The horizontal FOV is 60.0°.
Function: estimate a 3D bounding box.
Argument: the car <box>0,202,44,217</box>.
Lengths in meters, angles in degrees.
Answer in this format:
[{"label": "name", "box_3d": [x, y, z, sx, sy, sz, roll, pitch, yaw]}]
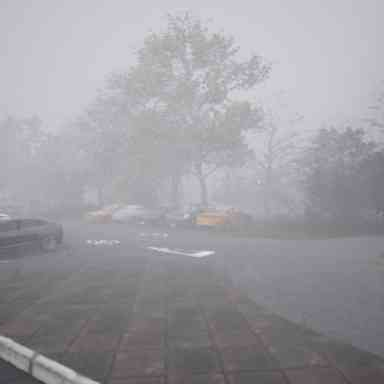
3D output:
[{"label": "car", "box_3d": [-20.008, 1.938, 38.562, 2.163, 1.488, 4.792, -1, 0, 36]}]

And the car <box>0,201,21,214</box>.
[{"label": "car", "box_3d": [-24.503, 1.983, 41.797, 2.097, 1.535, 5.008, -1, -1, 36]}]

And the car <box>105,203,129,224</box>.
[{"label": "car", "box_3d": [-4.344, 1.809, 27.146, 2.002, 1.452, 4.674, 0, 0, 36]}]

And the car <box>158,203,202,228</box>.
[{"label": "car", "box_3d": [0.057, 1.609, 23.992, 2.185, 1.767, 4.553, 0, 0, 36]}]

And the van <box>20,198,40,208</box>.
[{"label": "van", "box_3d": [-15.581, 1.632, 35.455, 1.878, 1.987, 4.442, -1, 0, 36]}]

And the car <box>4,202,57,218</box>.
[{"label": "car", "box_3d": [-17.873, 1.911, 37.011, 2.163, 1.488, 4.792, -1, 0, 36]}]

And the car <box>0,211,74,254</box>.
[{"label": "car", "box_3d": [-7.564, 1.772, 13.286, 2.163, 1.488, 4.792, 0, 0, 36]}]

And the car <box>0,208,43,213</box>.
[{"label": "car", "box_3d": [-9.790, 1.760, 14.946, 2.097, 1.535, 5.008, 0, 0, 36]}]

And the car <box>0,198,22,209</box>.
[{"label": "car", "box_3d": [-12.023, 1.526, 16.597, 2.435, 2.045, 5.566, 0, 0, 36]}]

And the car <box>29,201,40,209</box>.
[{"label": "car", "box_3d": [-13.323, 1.867, 33.636, 2.163, 1.488, 4.792, 0, 0, 36]}]

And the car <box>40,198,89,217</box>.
[{"label": "car", "box_3d": [-11.050, 1.569, 32.056, 2.435, 2.045, 5.566, 0, 0, 36]}]

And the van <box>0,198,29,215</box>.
[{"label": "van", "box_3d": [-22.318, 1.718, 40.070, 1.878, 1.987, 4.442, -1, 0, 36]}]

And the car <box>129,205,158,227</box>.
[{"label": "car", "box_3d": [-2.118, 1.781, 25.497, 2.163, 1.488, 4.792, 0, 0, 36]}]

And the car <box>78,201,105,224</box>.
[{"label": "car", "box_3d": [-6.693, 1.783, 28.626, 1.946, 1.575, 5.366, 0, 0, 36]}]

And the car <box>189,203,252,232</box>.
[{"label": "car", "box_3d": [2.279, 1.717, 22.333, 2.097, 1.535, 5.008, 0, 0, 36]}]
